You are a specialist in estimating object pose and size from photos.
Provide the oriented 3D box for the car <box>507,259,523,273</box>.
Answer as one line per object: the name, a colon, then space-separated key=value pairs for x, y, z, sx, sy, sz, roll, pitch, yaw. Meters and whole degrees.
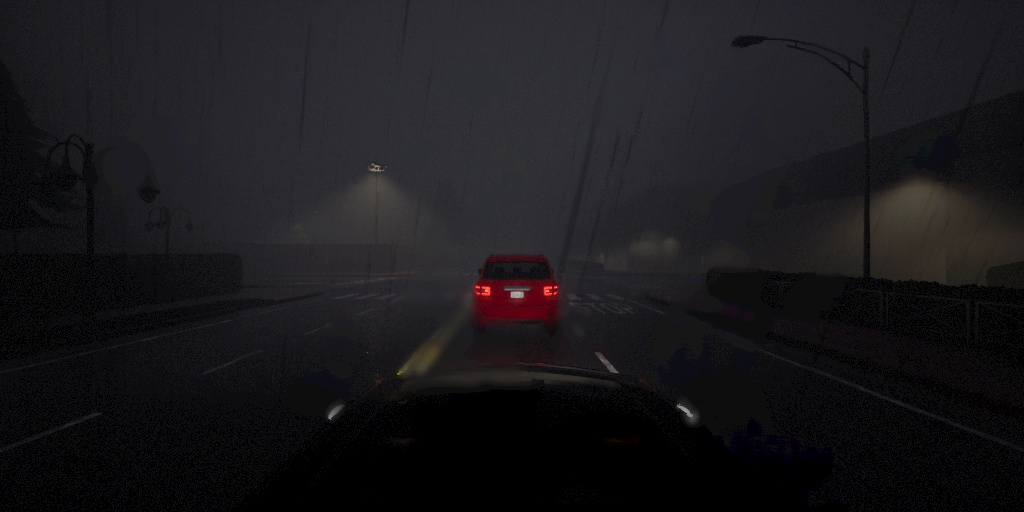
car: x=0.363 y=1.228 z=45.656 sx=1.882 sy=1.535 sz=5.008 roll=0 pitch=0 yaw=1

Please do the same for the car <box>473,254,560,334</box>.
car: x=0.123 y=0.971 z=10.806 sx=2.150 sy=2.045 sz=5.566 roll=0 pitch=0 yaw=0
